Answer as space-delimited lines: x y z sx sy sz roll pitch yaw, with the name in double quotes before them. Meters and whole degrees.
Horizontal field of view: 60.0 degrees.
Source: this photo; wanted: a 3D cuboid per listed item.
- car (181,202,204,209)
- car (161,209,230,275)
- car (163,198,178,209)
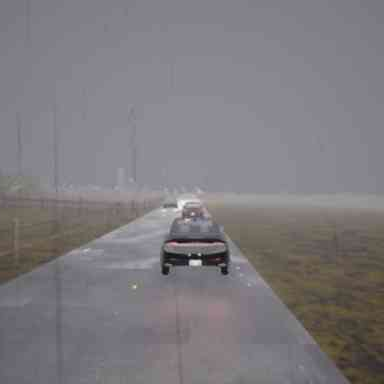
"car" 0.059 1.577 28.640 1.812 1.442 4.674 0 0 0
"car" 0.083 1.529 10.625 2.128 1.511 4.902 0 0 0
"car" -2.863 1.492 44.811 1.882 1.535 5.008 0 0 0
